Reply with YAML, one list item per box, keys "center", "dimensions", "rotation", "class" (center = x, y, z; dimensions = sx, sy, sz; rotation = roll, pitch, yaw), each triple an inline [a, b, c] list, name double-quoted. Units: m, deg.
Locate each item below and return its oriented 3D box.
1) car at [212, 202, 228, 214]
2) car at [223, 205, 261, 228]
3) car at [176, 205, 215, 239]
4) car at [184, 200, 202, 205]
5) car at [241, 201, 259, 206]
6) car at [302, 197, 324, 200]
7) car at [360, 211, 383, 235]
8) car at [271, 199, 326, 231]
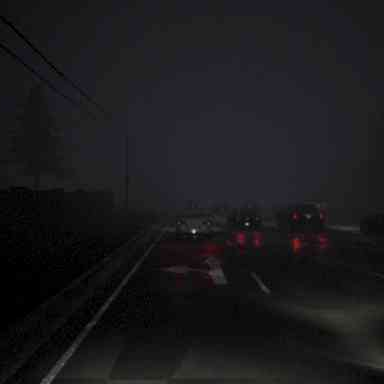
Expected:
- center: [3.583, 1.919, 41.694]
  dimensions: [1.812, 1.442, 4.674]
  rotation: [0, -1, 0]
  class: "car"
- center: [3.598, 1.828, 23.948]
  dimensions: [1.895, 1.301, 4.718]
  rotation: [0, -1, 0]
  class: "car"
- center: [0.085, 1.702, 18.555]
  dimensions: [1.812, 1.442, 4.674]
  rotation: [0, -1, 0]
  class: "car"
- center: [0.097, 1.732, 40.389]
  dimensions: [2.097, 1.767, 4.553]
  rotation: [0, -1, 0]
  class: "car"
- center: [7.097, 1.875, 40.642]
  dimensions: [2.128, 1.511, 4.902]
  rotation: [0, -1, 0]
  class: "car"
- center: [14.096, 1.598, 39.758]
  dimensions: [2.150, 2.045, 5.566]
  rotation: [0, -1, 0]
  class: "car"
- center: [10.598, 1.655, 17.231]
  dimensions: [2.128, 1.511, 4.902]
  rotation: [0, -1, 0]
  class: "car"
- center: [7.098, 1.563, 22.376]
  dimensions: [2.097, 1.767, 4.553]
  rotation: [0, -1, 0]
  class: "car"
